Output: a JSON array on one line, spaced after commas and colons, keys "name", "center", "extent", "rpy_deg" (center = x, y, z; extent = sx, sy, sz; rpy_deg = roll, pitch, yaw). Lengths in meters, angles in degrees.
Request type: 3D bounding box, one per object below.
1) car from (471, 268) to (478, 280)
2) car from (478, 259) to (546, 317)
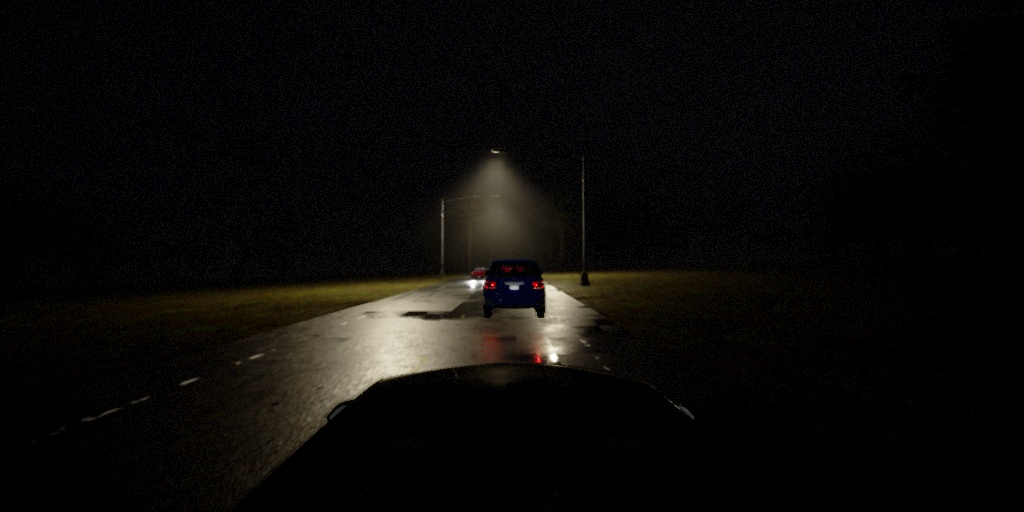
[{"name": "car", "center": [-3.599, 2.003, 41.194], "extent": [1.895, 1.301, 4.718], "rpy_deg": [0, -1, 0]}, {"name": "car", "center": [0.084, 1.150, 14.195], "extent": [2.150, 2.045, 5.566], "rpy_deg": [0, -1, 0]}]
